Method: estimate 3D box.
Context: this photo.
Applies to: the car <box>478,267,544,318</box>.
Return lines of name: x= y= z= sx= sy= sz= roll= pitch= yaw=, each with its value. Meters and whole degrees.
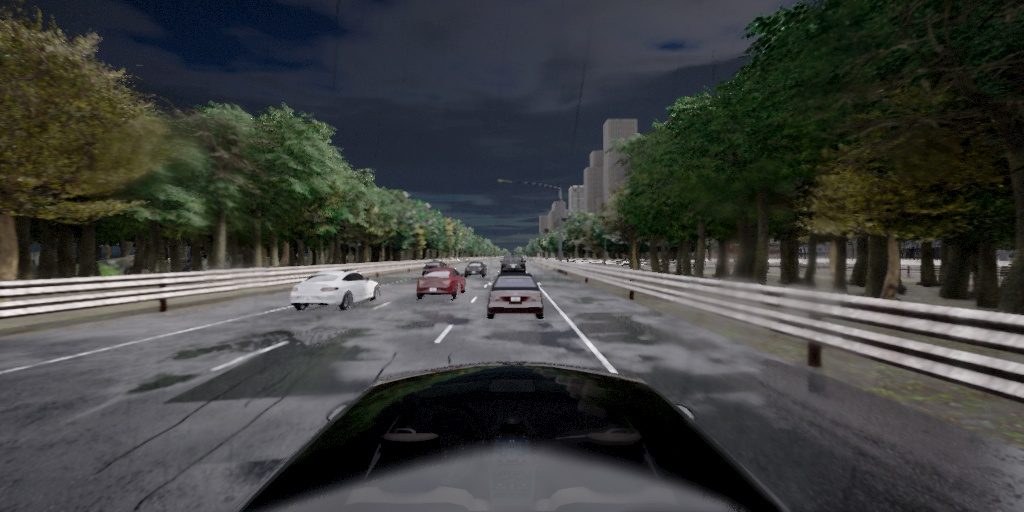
car: x=0.103 y=1.304 z=12.974 sx=2.033 sy=1.411 sz=5.357 roll=0 pitch=0 yaw=0

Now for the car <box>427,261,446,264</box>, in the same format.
car: x=-6.890 y=1.237 z=33.033 sx=1.837 sy=1.490 sz=4.892 roll=0 pitch=0 yaw=0

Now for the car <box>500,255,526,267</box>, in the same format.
car: x=0.109 y=0.956 z=32.142 sx=2.150 sy=2.045 sz=5.566 roll=0 pitch=0 yaw=0

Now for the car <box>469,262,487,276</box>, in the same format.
car: x=-3.393 y=1.255 z=34.126 sx=1.812 sy=1.442 sz=4.674 roll=0 pitch=0 yaw=0

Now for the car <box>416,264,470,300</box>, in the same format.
car: x=-3.410 y=1.283 z=17.732 sx=1.812 sy=1.442 sz=4.674 roll=0 pitch=0 yaw=0

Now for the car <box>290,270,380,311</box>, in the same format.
car: x=-6.898 y=1.283 z=14.415 sx=1.812 sy=1.442 sz=4.674 roll=0 pitch=0 yaw=0
